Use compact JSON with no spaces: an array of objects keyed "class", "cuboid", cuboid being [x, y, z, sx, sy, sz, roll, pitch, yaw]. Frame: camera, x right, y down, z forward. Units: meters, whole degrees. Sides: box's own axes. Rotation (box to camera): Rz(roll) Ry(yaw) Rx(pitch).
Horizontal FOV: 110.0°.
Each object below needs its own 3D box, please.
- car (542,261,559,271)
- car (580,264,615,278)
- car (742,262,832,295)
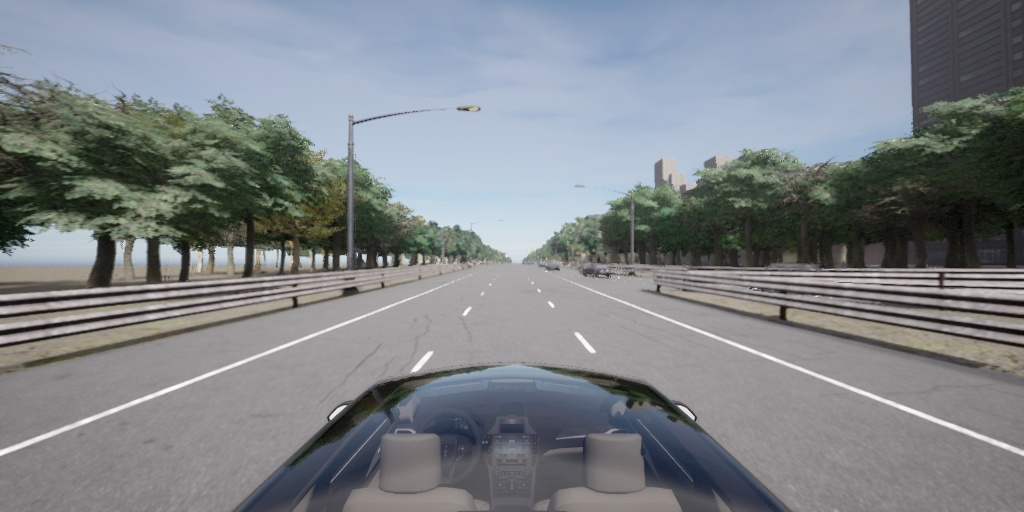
[{"class":"car","cuboid":[6.881,1.799,61.466,1.994,1.385,4.181,0,0,-2]},{"class":"car","cuboid":[9.580,1.644,40.720,2.033,1.411,5.357,0,0,-14]},{"class":"car","cuboid":[16.185,1.248,21.617,2.097,1.767,4.553,1,-2,-23]}]
